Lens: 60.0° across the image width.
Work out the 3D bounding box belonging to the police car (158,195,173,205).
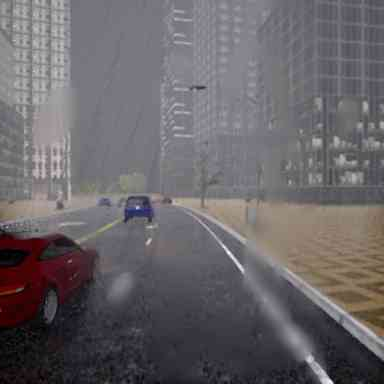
[{"bbox_3d":[-5.010,1.595,65.688,1.930,1.638,5.238,0,0,-10],"label":"police car"}]

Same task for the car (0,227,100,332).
[{"bbox_3d":[-3.282,1.547,6.814,1.812,1.442,4.674,0,0,-1],"label":"car"}]

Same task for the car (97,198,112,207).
[{"bbox_3d":[-13.886,1.626,53.104,1.882,1.535,5.008,0,0,-8],"label":"car"}]

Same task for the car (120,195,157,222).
[{"bbox_3d":[-4.285,1.293,27.598,2.150,2.045,5.566,0,0,-4],"label":"car"}]

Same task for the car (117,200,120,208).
[{"bbox_3d":[-10.276,1.629,50.745,2.128,1.511,4.902,0,0,-8],"label":"car"}]

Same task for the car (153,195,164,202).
[{"bbox_3d":[-8.221,1.569,81.478,2.097,1.767,4.553,0,0,-13],"label":"car"}]

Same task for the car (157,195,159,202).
[{"bbox_3d":[-6.927,1.551,75.523,2.097,1.767,4.553,0,0,-12],"label":"car"}]
